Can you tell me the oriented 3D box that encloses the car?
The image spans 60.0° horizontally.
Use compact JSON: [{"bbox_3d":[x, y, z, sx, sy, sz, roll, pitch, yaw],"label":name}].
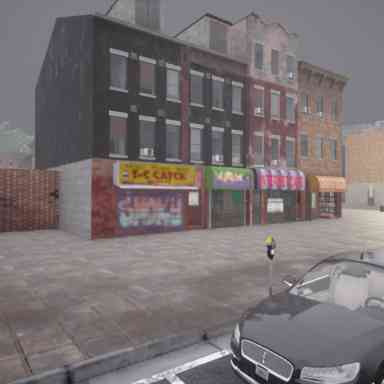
[{"bbox_3d":[2.474,1.553,4.560,4.403,1.369,2.008,0,0,-35],"label":"car"}]
